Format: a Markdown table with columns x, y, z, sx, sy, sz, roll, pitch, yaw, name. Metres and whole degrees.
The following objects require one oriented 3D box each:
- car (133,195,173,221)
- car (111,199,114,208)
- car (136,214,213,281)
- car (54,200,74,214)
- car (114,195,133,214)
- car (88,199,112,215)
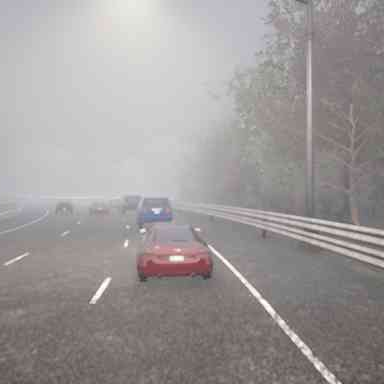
| x | y | z | sx | sy | sz | roll | pitch | yaw | name |
| --- | --- | --- | --- | --- | --- | --- | --- | --- | --- |
| -2.657 | 1.311 | 22.547 | 2.150 | 2.045 | 5.566 | 0 | 0 | -12 | car |
| -10.994 | 1.736 | 46.975 | 2.033 | 1.411 | 5.357 | 0 | 0 | -25 | car |
| -0.634 | 1.604 | 10.138 | 1.994 | 1.385 | 4.181 | 0 | 0 | -7 | car |
| -14.883 | 1.662 | 38.682 | 1.837 | 1.490 | 4.892 | 0 | 0 | -22 | car |
| -6.991 | 1.372 | 37.339 | 2.150 | 2.045 | 5.566 | 0 | 0 | -20 | car |
| -10.373 | 1.712 | 36.701 | 1.994 | 1.385 | 4.181 | 0 | 0 | -20 | car |
